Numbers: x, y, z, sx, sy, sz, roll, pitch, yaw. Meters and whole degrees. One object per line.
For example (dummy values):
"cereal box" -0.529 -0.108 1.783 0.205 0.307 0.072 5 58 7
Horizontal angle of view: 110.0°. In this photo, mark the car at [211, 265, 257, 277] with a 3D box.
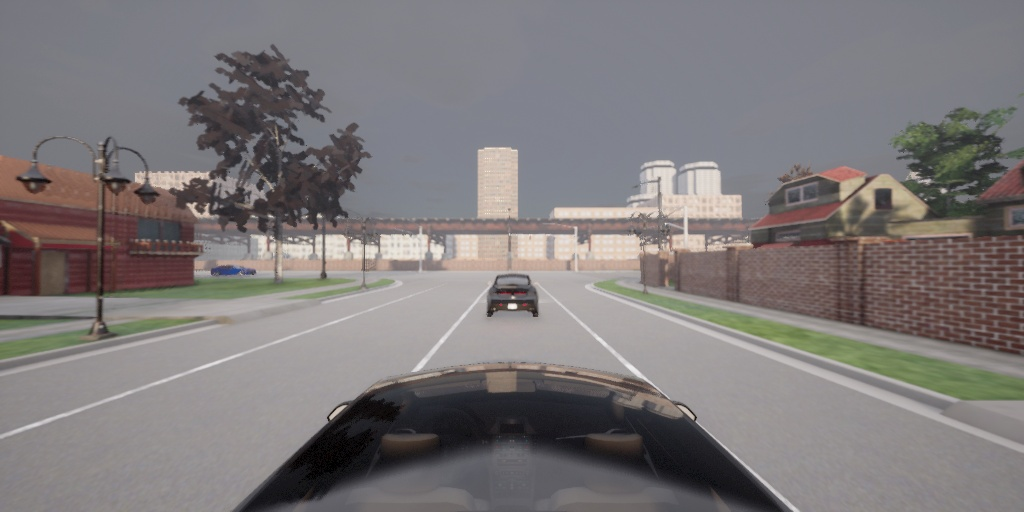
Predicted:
"car" -34.709 1.826 44.832 5.008 1.535 1.882 0 -1 2

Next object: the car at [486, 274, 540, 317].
"car" 0.042 1.429 14.163 1.837 1.490 4.892 0 0 1
